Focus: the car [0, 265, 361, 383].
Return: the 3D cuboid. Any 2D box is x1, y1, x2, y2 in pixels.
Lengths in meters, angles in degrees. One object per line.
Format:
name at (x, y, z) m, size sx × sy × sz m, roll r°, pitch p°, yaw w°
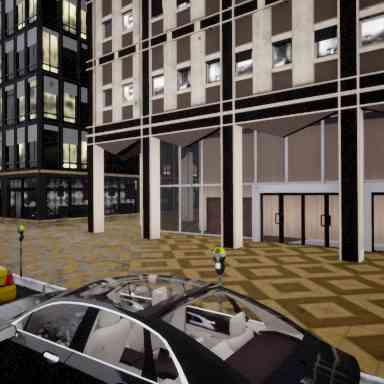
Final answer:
car at (-0.680, 1.551, 3.367) m, size 4.403 × 1.369 × 2.008 m, roll 0°, pitch 0°, yaw 36°
